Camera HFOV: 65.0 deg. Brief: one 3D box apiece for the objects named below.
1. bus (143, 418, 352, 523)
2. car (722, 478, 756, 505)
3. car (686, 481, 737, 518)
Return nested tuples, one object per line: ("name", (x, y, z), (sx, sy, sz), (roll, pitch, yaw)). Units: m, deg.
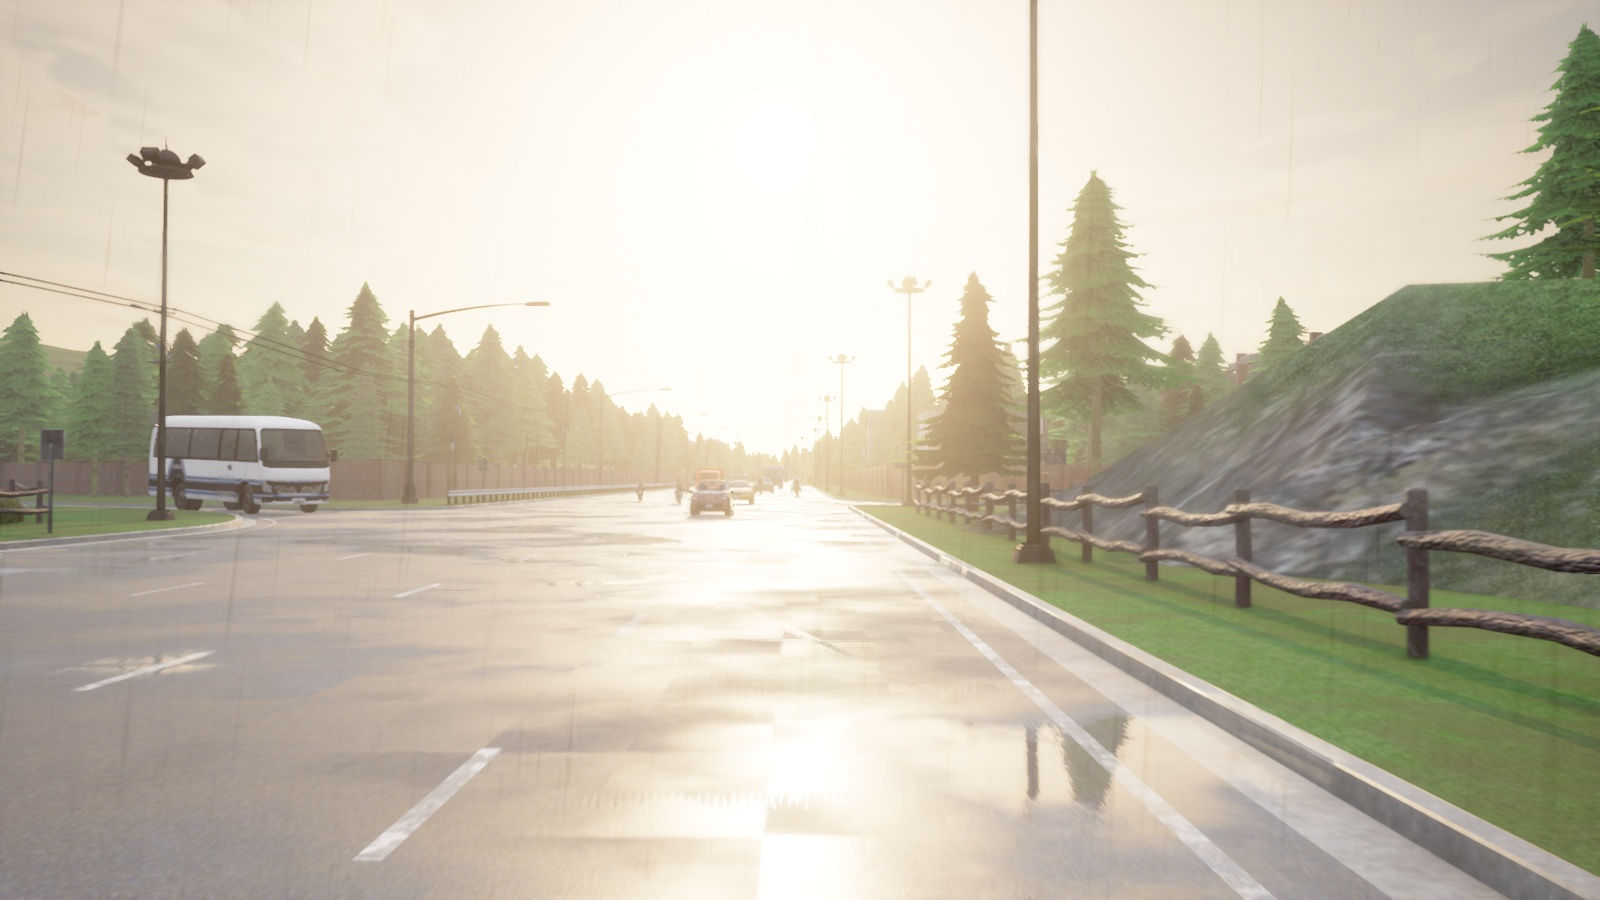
("bus", (-24.604, 0.803, 55.635), (10.273, 4.253, 3.944), (1, 0, 37))
("car", (-3.696, 2.506, 76.506), (1.801, 1.575, 5.366), (0, -1, 0))
("car", (-3.634, 2.032, 52.172), (1.845, 1.501, 3.633), (0, -1, 0))
